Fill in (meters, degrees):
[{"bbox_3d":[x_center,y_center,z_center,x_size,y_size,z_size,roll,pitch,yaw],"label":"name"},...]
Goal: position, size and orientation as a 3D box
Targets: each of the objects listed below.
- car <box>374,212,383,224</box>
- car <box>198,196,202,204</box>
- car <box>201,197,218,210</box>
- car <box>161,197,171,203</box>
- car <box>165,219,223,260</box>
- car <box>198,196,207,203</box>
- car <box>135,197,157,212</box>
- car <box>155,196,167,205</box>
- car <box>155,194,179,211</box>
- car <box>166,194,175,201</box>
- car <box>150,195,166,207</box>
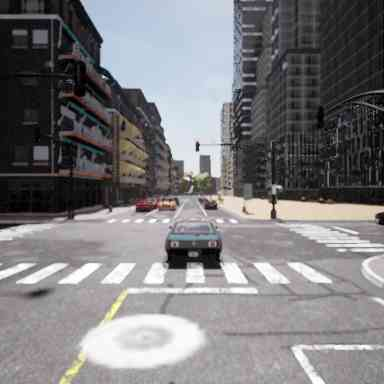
[{"bbox_3d":[14.640,1.524,22.387,4.313,1.339,1.947,0,1,0],"label":"car"},{"bbox_3d":[2.539,1.730,68.712,2.008,1.369,4.403,-1,0,0],"label":"car"},{"bbox_3d":[2.574,1.660,46.116,1.887,1.381,4.507,-1,0,0],"label":"car"},{"bbox_3d":[-5.817,1.777,74.290,1.802,1.307,4.206,-1,0,0],"label":"car"},{"bbox_3d":[0.058,1.691,12.812,1.895,1.301,4.718,0,0,0],"label":"car"},{"bbox_3d":[2.521,1.756,80.010,1.887,1.381,4.507,-1,0,0],"label":"car"},{"bbox_3d":[-5.764,1.645,40.397,1.887,1.381,4.507,-1,0,0],"label":"car"},{"bbox_3d":[-5.801,1.603,62.992,1.967,1.590,4.097,-1,0,0],"label":"car"},{"bbox_3d":[-3.157,1.458,42.552,2.097,1.767,4.553,0,0,0],"label":"car"},{"bbox_3d":[-5.848,1.560,91.238,2.192,1.841,5.009,-1,0,0],"label":"car"},{"bbox_3d":[-5.794,1.462,57.344,2.192,1.841,5.009,-1,0,0],"label":"car"}]
